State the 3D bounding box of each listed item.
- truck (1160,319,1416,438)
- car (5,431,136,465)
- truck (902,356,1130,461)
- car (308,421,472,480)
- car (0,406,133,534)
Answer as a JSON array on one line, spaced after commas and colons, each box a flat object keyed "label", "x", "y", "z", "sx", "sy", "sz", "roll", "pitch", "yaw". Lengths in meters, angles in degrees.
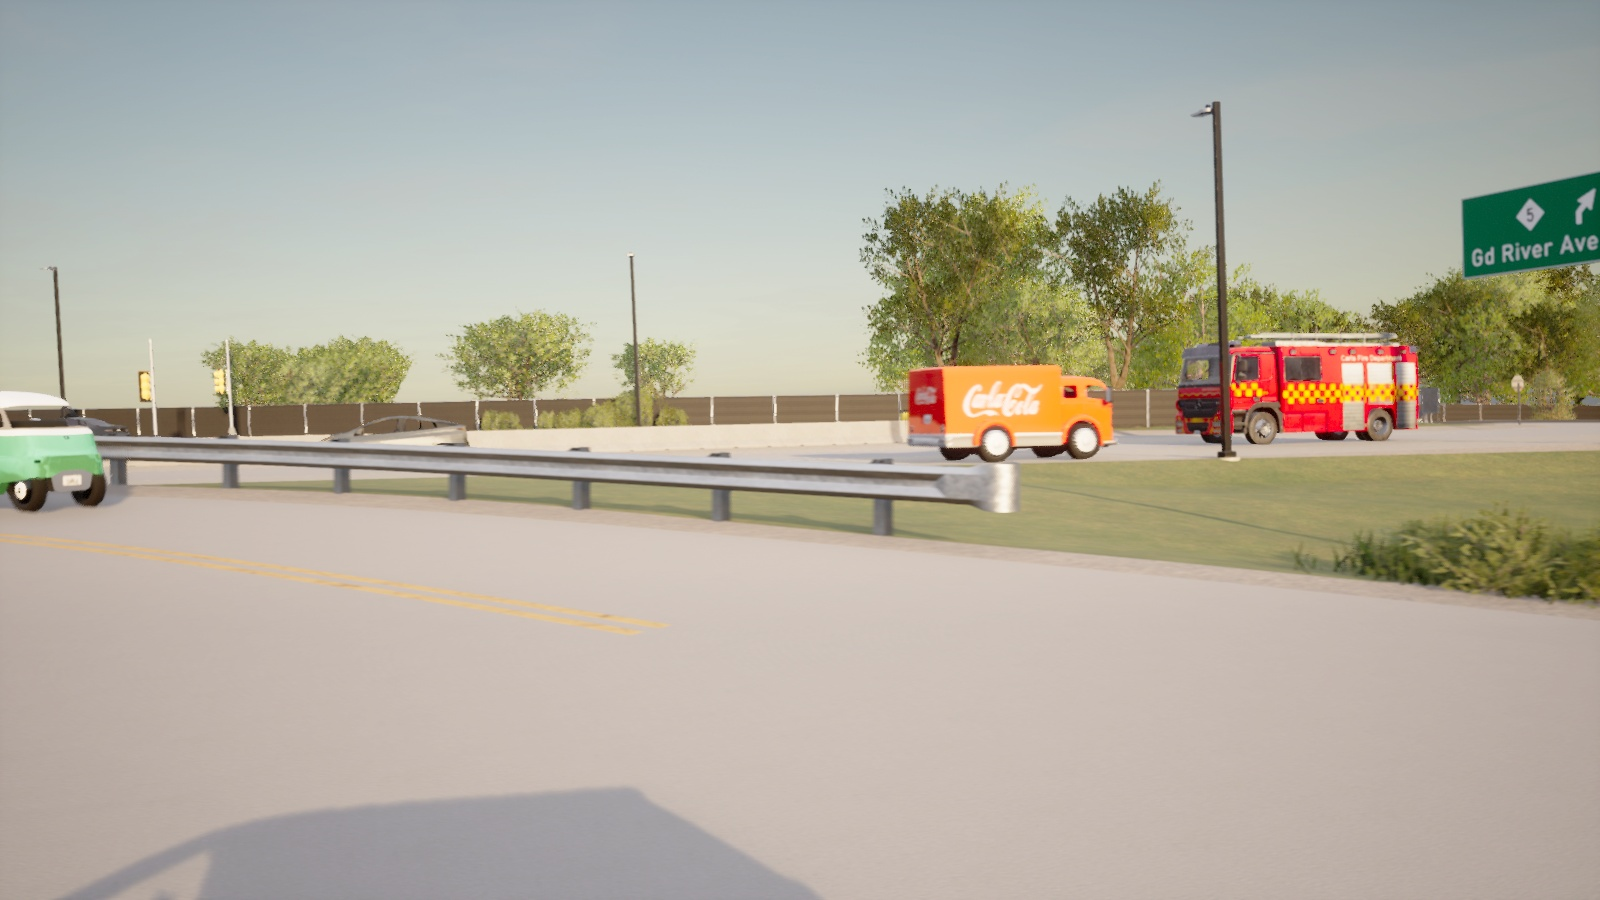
[{"label": "truck", "x": 17.289, "y": -2.539, "z": 44.469, "sx": 8.468, "sy": 3.827, "sz": 2.891, "roll": -3, "pitch": 2, "yaw": -19}, {"label": "car", "x": -35.668, "y": -0.114, "z": 61.420, "sx": 5.357, "sy": 1.411, "sz": 2.033, "roll": -2, "pitch": 2, "yaw": 8}, {"label": "truck", "x": 5.651, "y": -1.087, "z": 33.010, "sx": 5.204, "sy": 2.467, "sz": 2.627, "roll": -3, "pitch": 1, "yaw": -19}, {"label": "car", "x": -12.327, "y": -0.026, "z": 37.870, "sx": 4.514, "sy": 1.525, "sz": 2.007, "roll": -3, "pitch": 2, "yaw": -19}, {"label": "car", "x": -9.373, "y": 0.185, "z": 14.910, "sx": 2.207, "sy": 1.376, "sz": 1.481, "roll": 1, "pitch": 3, "yaw": 25}]
